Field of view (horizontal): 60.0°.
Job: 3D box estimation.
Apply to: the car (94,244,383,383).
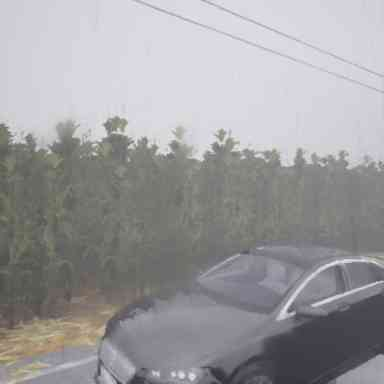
[{"bbox_3d":[1.239,1.531,4.483,4.902,1.511,2.128,1,-1,-35],"label":"car"}]
